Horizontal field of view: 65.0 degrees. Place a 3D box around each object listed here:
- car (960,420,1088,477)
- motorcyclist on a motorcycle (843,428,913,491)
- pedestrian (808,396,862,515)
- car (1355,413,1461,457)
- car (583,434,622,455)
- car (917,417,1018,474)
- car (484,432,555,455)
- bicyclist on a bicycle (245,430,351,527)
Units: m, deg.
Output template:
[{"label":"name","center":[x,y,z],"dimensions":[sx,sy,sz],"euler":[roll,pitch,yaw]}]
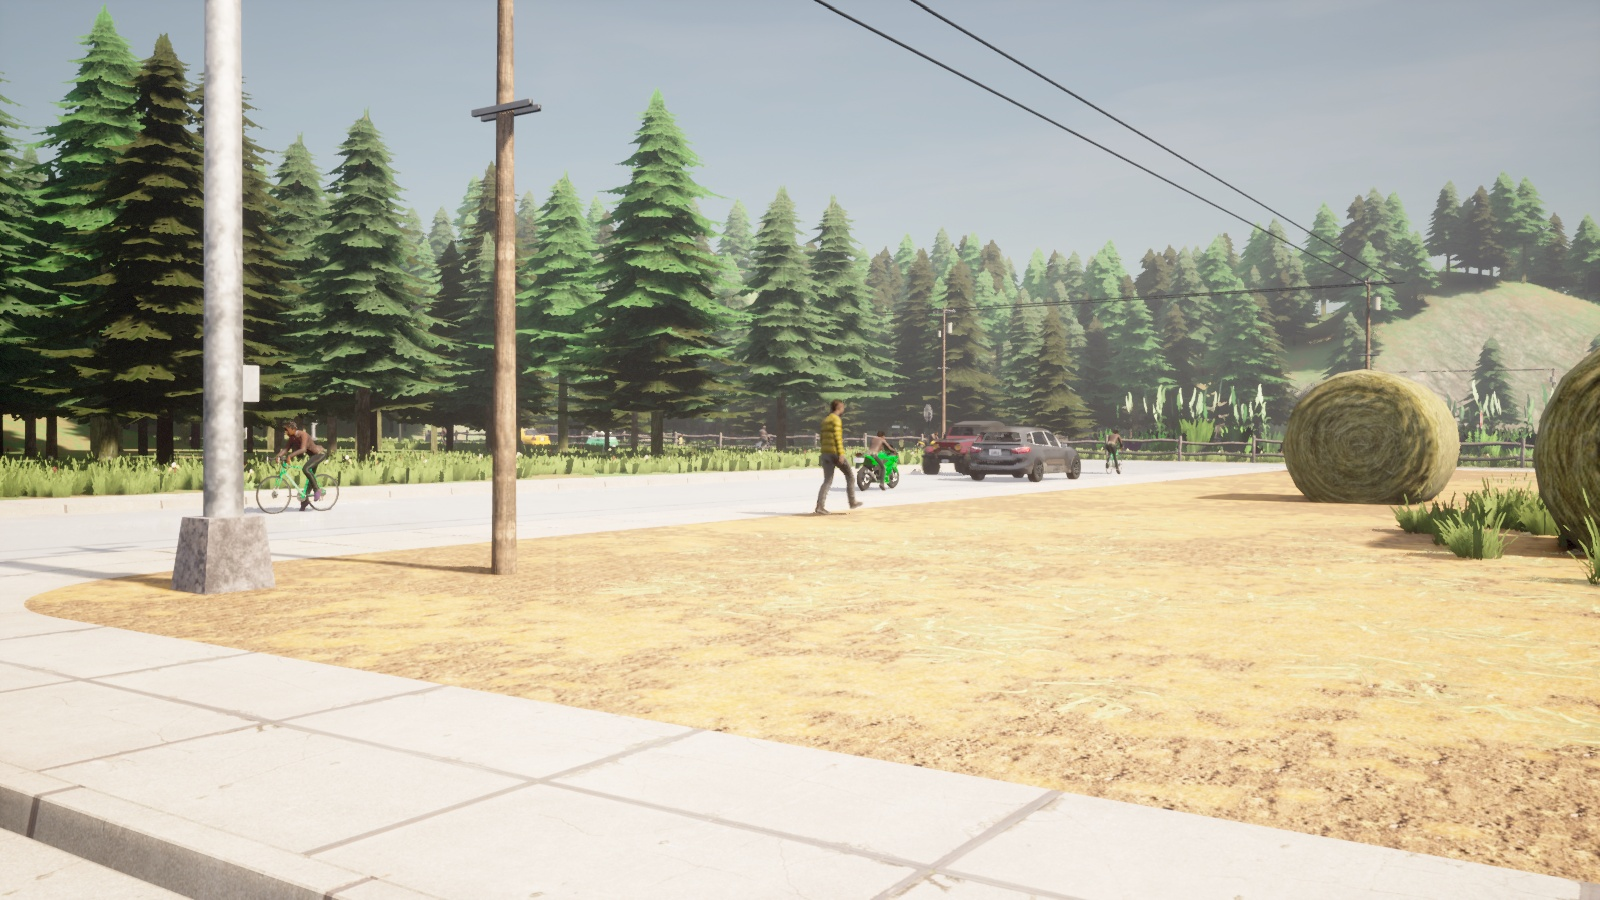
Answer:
[{"label":"car","center":[7.062,-0.090,39.193],"dimensions":[2.242,1.667,4.611],"euler":[0,1,34]},{"label":"motorcyclist on a motorcycle","center":[1.998,0.224,31.863],"dimensions":[0.797,1.523,2.044],"euler":[0,1,35]},{"label":"pedestrian","center":[0.555,0.081,19.734],"dimensions":[0.709,1.840,0.431],"euler":[-1,1,-33]},{"label":"car","center":[26.681,-0.662,55.144],"dimensions":[3.866,1.878,1.905],"euler":[0,1,37]},{"label":"car","center":[-13.387,-0.368,85.085],"dimensions":[2.207,1.376,1.481],"euler":[0,1,36]},{"label":"car","center":[5.846,-0.192,43.591],"dimensions":[1.905,1.878,3.866],"euler":[0,1,35]},{"label":"car","center":[-20.106,-0.477,89.932],"dimensions":[5.366,1.575,1.801],"euler":[0,1,36]},{"label":"bicyclist on a bicycle","center":[-8.881,0.477,22.268],"dimensions":[0.582,1.620,1.656],"euler":[0,1,35]}]
